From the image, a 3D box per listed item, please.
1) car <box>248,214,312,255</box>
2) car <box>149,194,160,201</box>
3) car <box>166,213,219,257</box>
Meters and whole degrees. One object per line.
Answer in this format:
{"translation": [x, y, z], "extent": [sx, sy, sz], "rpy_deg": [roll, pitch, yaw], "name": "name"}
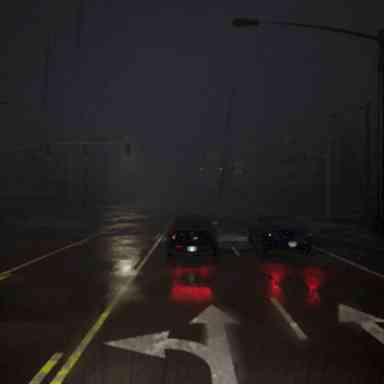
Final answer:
{"translation": [3.526, 1.656, 13.885], "extent": [1.812, 1.442, 4.674], "rpy_deg": [0, 0, 1], "name": "car"}
{"translation": [-8.759, 1.351, 77.423], "extent": [1.837, 1.490, 4.892], "rpy_deg": [0, 0, -17], "name": "car"}
{"translation": [0.021, 1.635, 13.490], "extent": [1.837, 1.490, 4.892], "rpy_deg": [0, 0, 0], "name": "car"}
